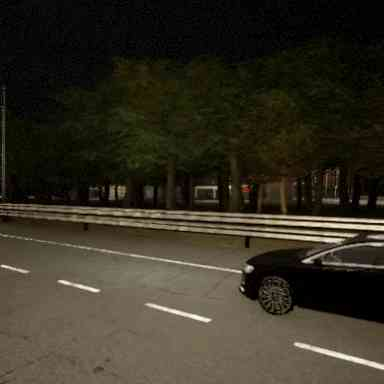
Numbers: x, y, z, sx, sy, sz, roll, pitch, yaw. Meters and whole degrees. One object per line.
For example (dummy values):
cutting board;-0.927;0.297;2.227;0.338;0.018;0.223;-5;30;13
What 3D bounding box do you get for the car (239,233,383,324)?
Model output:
car;3.218;1.493;5.872;4.902;1.511;2.128;0;0;35
